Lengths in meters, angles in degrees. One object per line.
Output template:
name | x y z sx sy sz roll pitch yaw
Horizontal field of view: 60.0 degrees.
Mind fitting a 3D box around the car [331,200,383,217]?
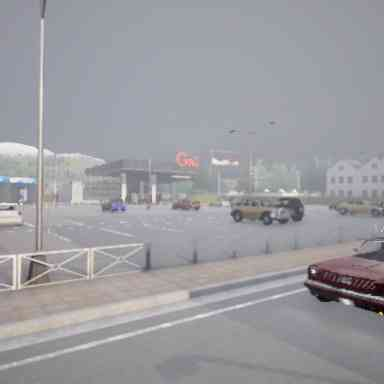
car | 17.412 1.615 33.961 2.152 1.636 5.027 1 -1 -36

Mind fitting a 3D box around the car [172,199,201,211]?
car | -0.747 1.658 43.155 2.007 1.523 4.514 1 -1 -36

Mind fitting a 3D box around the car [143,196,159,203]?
car | -11.490 1.976 93.175 3.866 1.878 1.905 1 -1 -36

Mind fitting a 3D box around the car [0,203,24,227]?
car | -12.136 1.455 21.395 1.970 1.475 3.806 1 -1 -36

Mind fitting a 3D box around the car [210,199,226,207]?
car | 4.757 1.885 56.728 1.970 1.475 3.806 1 -1 -36

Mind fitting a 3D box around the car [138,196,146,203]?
car | -11.686 2.083 86.044 4.611 1.667 2.242 1 -1 -36

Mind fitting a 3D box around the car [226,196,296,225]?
car | 4.937 1.359 24.422 1.932 1.855 4.605 1 -1 -36

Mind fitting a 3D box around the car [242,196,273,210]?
car | 9.762 1.614 49.883 1.932 1.855 4.605 1 -1 -36

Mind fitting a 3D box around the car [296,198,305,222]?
car | 7.049 1.376 26.460 1.905 1.878 3.866 1 -1 -36

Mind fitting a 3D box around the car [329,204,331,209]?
car | 21.252 1.893 45.842 2.007 1.523 4.514 1 -1 -36

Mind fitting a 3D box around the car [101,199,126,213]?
car | -8.866 1.553 37.330 1.845 1.501 3.633 1 -1 -36

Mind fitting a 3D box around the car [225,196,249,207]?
car | 7.811 1.642 58.184 1.905 1.878 3.866 1 -1 -36

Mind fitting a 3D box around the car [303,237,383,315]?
car | 4.580 1.704 7.313 4.718 1.301 1.895 1 -1 -36
